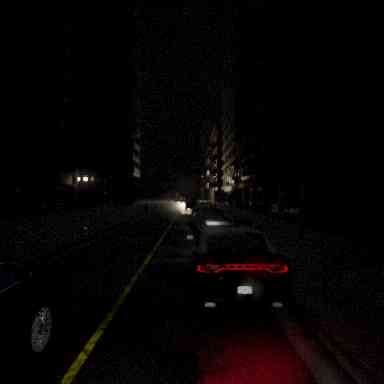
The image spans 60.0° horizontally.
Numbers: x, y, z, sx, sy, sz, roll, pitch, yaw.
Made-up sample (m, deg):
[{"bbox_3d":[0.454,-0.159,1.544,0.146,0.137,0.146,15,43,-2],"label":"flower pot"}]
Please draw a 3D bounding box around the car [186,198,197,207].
[{"bbox_3d":[-0.040,1.806,59.678,1.882,1.535,5.008,0,0,0],"label":"car"}]

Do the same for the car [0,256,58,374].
[{"bbox_3d":[-3.003,1.506,3.277,2.128,1.511,4.902,0,0,0],"label":"car"}]

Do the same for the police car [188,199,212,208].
[{"bbox_3d":[0.883,1.541,24.207,1.930,1.638,5.238,0,0,0],"label":"police car"}]

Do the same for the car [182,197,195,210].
[{"bbox_3d":[-0.019,1.741,46.076,1.837,1.490,4.892,0,0,0],"label":"car"}]

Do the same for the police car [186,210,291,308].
[{"bbox_3d":[0.894,1.463,8.207,1.930,1.638,5.238,0,0,0],"label":"police car"}]

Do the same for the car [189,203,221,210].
[{"bbox_3d":[0.888,1.590,18.097,1.837,1.490,4.892,0,0,0],"label":"car"}]
